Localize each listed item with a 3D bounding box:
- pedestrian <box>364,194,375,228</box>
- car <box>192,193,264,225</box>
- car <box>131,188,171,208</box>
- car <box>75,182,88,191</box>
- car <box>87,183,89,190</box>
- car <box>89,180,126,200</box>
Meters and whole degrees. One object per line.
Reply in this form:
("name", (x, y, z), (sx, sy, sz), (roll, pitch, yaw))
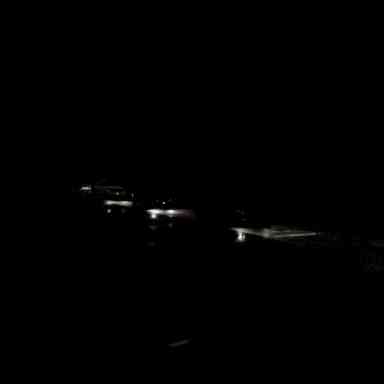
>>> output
("pedestrian", (9.745, 1.043, 18.380), (0.375, 1.860, 0.375), (5, -3, -32))
("car", (1.907, 0.884, 18.921), (1.882, 1.535, 5.008), (1, 2, -33))
("car", (-3.421, 0.470, 27.334), (1.837, 1.490, 4.892), (2, 2, -32))
("car", (-18.954, -1.005, 57.925), (2.128, 1.511, 4.902), (2, 2, -32))
("car", (-13.398, -0.533, 49.134), (2.128, 1.511, 4.902), (2, 2, -32))
("car", (-9.080, -0.289, 36.329), (2.150, 2.045, 5.566), (2, 2, -32))
